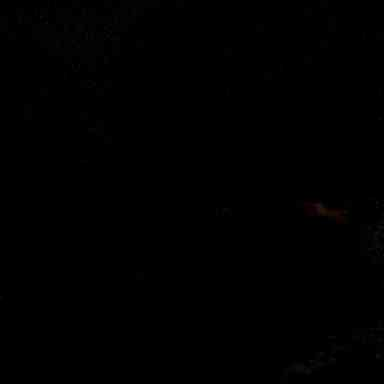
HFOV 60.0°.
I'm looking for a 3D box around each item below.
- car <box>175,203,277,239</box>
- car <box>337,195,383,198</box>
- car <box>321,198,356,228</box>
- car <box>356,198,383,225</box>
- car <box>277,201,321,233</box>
[{"bbox_3d":[1.381,1.392,16.679,4.892,1.521,2.231,-1,-1,36],"label":"car"},{"bbox_3d":[12.606,1.117,24.289,4.553,1.767,2.185,-1,0,36],"label":"car"},{"bbox_3d":[6.856,1.317,20.576,5.366,1.575,1.946,-1,0,36],"label":"car"},{"bbox_3d":[9.847,1.309,22.357,4.792,1.488,2.163,-1,0,36],"label":"car"},{"bbox_3d":[4.201,1.356,18.568,4.892,1.521,2.231,-1,0,36],"label":"car"}]
